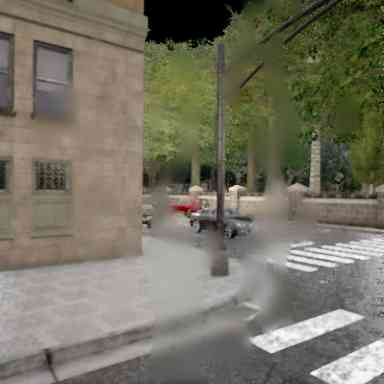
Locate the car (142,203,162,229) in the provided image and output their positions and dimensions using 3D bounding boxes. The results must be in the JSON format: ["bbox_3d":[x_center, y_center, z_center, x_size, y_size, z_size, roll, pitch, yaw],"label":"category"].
[{"bbox_3d":[-4.029,1.627,21.688,1.947,1.339,4.313,1,0,-35],"label":"car"}]

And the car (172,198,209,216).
[{"bbox_3d":[-0.271,1.447,31.232,2.192,1.841,5.009,1,0,-35],"label":"car"}]

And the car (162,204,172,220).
[{"bbox_3d":[-4.089,1.628,26.612,2.033,1.411,5.357,1,0,-35],"label":"car"}]

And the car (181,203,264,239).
[{"bbox_3d":[1.752,1.586,18.148,2.128,1.511,4.902,1,0,-34],"label":"car"}]
